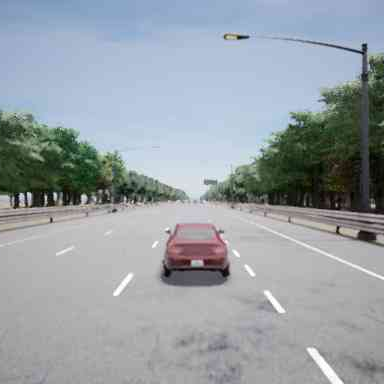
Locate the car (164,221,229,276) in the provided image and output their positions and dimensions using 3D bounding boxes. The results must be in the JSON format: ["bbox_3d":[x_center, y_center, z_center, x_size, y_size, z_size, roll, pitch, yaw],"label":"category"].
[{"bbox_3d":[0.107,1.668,10.744,1.812,1.442,4.674,0,-1,-1],"label":"car"}]
